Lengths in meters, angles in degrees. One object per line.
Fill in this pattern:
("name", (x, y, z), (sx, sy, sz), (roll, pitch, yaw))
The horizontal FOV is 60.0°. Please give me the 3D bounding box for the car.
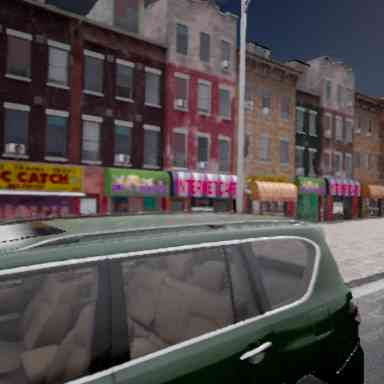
("car", (-1.027, 1.225, 2.322), (5.566, 2.045, 2.150), (1, 0, -36))
